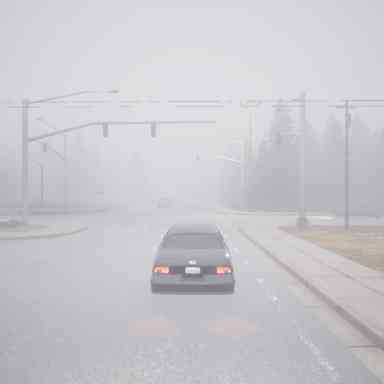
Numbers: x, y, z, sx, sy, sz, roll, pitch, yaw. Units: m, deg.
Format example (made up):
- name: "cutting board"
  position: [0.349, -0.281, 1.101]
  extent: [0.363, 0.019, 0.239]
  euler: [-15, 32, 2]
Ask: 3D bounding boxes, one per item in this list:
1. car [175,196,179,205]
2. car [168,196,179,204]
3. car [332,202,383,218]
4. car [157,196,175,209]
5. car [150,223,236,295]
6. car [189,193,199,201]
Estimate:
- name: "car"
  position: [-3.665, 1.491, 54.674]
  extent: [2.128, 1.511, 4.902]
  euler: [0, 0, 0]
- name: "car"
  position: [-3.562, 1.505, 64.552]
  extent: [1.837, 1.490, 4.892]
  euler: [0, 0, 1]
- name: "car"
  position: [14.692, 1.591, 29.555]
  extent: [4.181, 1.385, 1.994]
  euler: [0, 0, 1]
- name: "car"
  position: [-3.674, 1.505, 45.022]
  extent: [1.837, 1.490, 4.892]
  euler: [0, 0, 0]
- name: "car"
  position: [0.035, 1.545, 8.896]
  extent: [2.033, 1.411, 5.357]
  euler: [0, 0, 1]
- name: "car"
  position: [0.414, 1.225, 80.395]
  extent: [2.150, 2.045, 5.566]
  euler: [0, 0, 2]
